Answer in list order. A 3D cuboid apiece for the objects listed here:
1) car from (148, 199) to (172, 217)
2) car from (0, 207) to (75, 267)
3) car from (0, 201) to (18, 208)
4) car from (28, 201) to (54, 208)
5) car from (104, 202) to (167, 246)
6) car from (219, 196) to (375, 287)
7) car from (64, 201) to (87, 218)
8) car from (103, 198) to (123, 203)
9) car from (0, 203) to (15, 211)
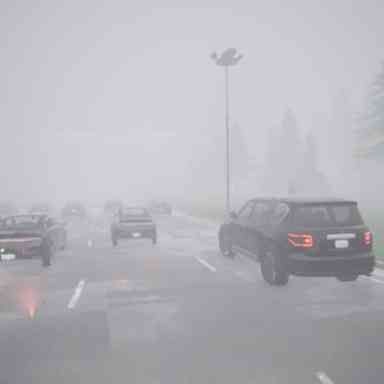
[{"bbox_3d":[-3.064,1.357,29.304,2.128,1.511,4.902,-1,0,-16],"label":"car"},{"bbox_3d":[-5.396,1.490,11.118,2.128,1.511,4.902,-1,0,-13],"label":"car"},{"bbox_3d":[-18.651,1.592,32.998,1.994,1.385,4.181,-1,0,-16],"label":"car"},{"bbox_3d":[-15.264,1.585,33.887,1.895,1.301,4.718,-1,0,-16],"label":"car"},{"bbox_3d":[-2.745,1.436,15.086,2.128,1.511,4.902,-1,0,-15],"label":"car"},{"bbox_3d":[2.473,1.137,9.398,2.150,2.045,5.566,0,0,-13],"label":"car"},{"bbox_3d":[-10.348,1.516,29.321,1.994,1.385,4.181,-1,0,-16],"label":"car"},{"bbox_3d":[-8.078,1.375,34.179,1.882,1.535,5.008,-1,0,-16],"label":"car"},{"bbox_3d":[-10.108,1.522,15.362,2.128,1.511,4.902,-1,0,-15],"label":"car"}]
